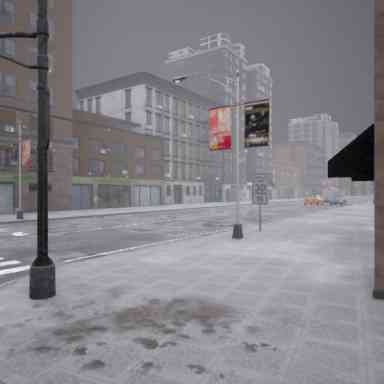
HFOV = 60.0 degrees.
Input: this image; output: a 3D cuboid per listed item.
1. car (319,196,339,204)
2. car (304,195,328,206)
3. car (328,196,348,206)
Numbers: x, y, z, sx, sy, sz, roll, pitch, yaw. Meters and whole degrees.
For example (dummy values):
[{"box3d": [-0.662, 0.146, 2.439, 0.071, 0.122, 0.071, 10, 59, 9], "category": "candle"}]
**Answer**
[{"box3d": [24.864, 1.373, 60.288, 2.033, 1.411, 5.357, 0, 0, 37], "category": "car"}, {"box3d": [19.276, 1.181, 52.265, 2.097, 1.767, 4.553, 0, 0, 35], "category": "car"}, {"box3d": [22.704, 1.376, 51.482, 2.033, 1.411, 5.357, 0, 0, 34], "category": "car"}]
